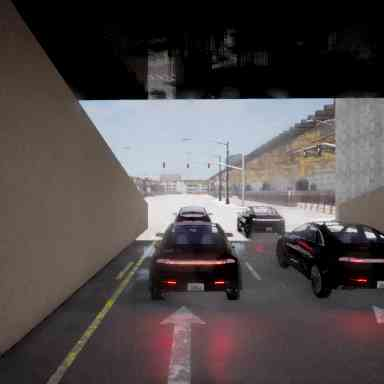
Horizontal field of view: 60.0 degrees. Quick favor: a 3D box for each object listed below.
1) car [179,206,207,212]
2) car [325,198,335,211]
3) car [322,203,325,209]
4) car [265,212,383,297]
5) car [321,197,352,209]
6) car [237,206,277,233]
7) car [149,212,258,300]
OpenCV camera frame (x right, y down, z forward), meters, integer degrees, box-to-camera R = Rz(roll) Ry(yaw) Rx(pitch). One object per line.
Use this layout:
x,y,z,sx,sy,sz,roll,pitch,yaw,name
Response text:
0.043,1.505,17.515,1.837,1.490,4.892,0,0,0,car
17.320,1.453,35.476,2.038,1.542,4.974,0,0,-35,car
17.410,1.453,40.083,2.038,1.542,4.974,0,0,45,car
3.561,1.492,8.557,2.128,1.511,4.902,0,0,0,car
17.446,1.295,40.120,1.853,1.218,4.536,0,0,45,car
3.541,1.491,17.690,2.128,1.511,4.902,0,0,0,car
0.064,1.492,8.395,2.128,1.511,4.902,0,0,0,car
